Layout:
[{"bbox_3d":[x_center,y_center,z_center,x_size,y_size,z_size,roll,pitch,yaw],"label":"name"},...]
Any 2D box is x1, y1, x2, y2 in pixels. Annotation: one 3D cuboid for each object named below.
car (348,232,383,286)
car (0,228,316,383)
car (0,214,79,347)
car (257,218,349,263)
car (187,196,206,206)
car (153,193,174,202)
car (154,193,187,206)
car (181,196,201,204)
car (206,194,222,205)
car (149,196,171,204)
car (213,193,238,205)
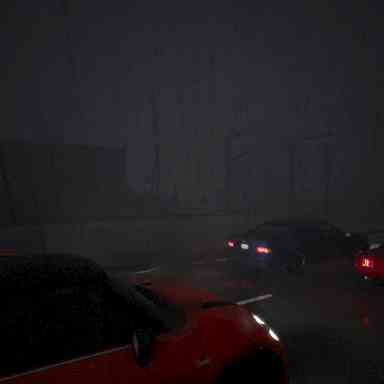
[{"bbox_3d":[6.079,1.601,8.122,4.718,1.301,1.895,0,0,-35],"label":"car"},{"bbox_3d":[-1.252,1.352,2.854,4.553,1.767,2.097,0,0,-35],"label":"car"},{"bbox_3d":[-4.310,1.352,4.972,4.553,1.767,2.097,0,0,-35],"label":"car"},{"bbox_3d":[3.507,1.547,10.593,5.357,1.411,2.033,0,0,-35],"label":"car"},{"bbox_3d":[-0.596,1.547,55.968,2.033,1.411,5.357,0,0,-36],"label":"car"},{"bbox_3d":[-6.500,1.225,76.123,2.150,2.045,5.566,0,0,-36],"label":"car"},{"bbox_3d":[-3.628,1.221,54.183,2.150,2.045,5.566,0,0,-35],"label":"car"},{"bbox_3d":[-0.220,1.564,67.440,1.994,1.385,4.181,0,0,-37],"label":"car"},{"bbox_3d":[2.404,1.547,57.797,2.033,1.411,5.357,0,0,-36],"label":"car"},{"bbox_3d":[-6.183,1.505,63.707,1.837,1.490,4.892,0,0,-36],"label":"car"},{"bbox_3d":[5.659,1.222,59.287,2.150,2.045,5.566,0,0,-36],"label":"car"}]
